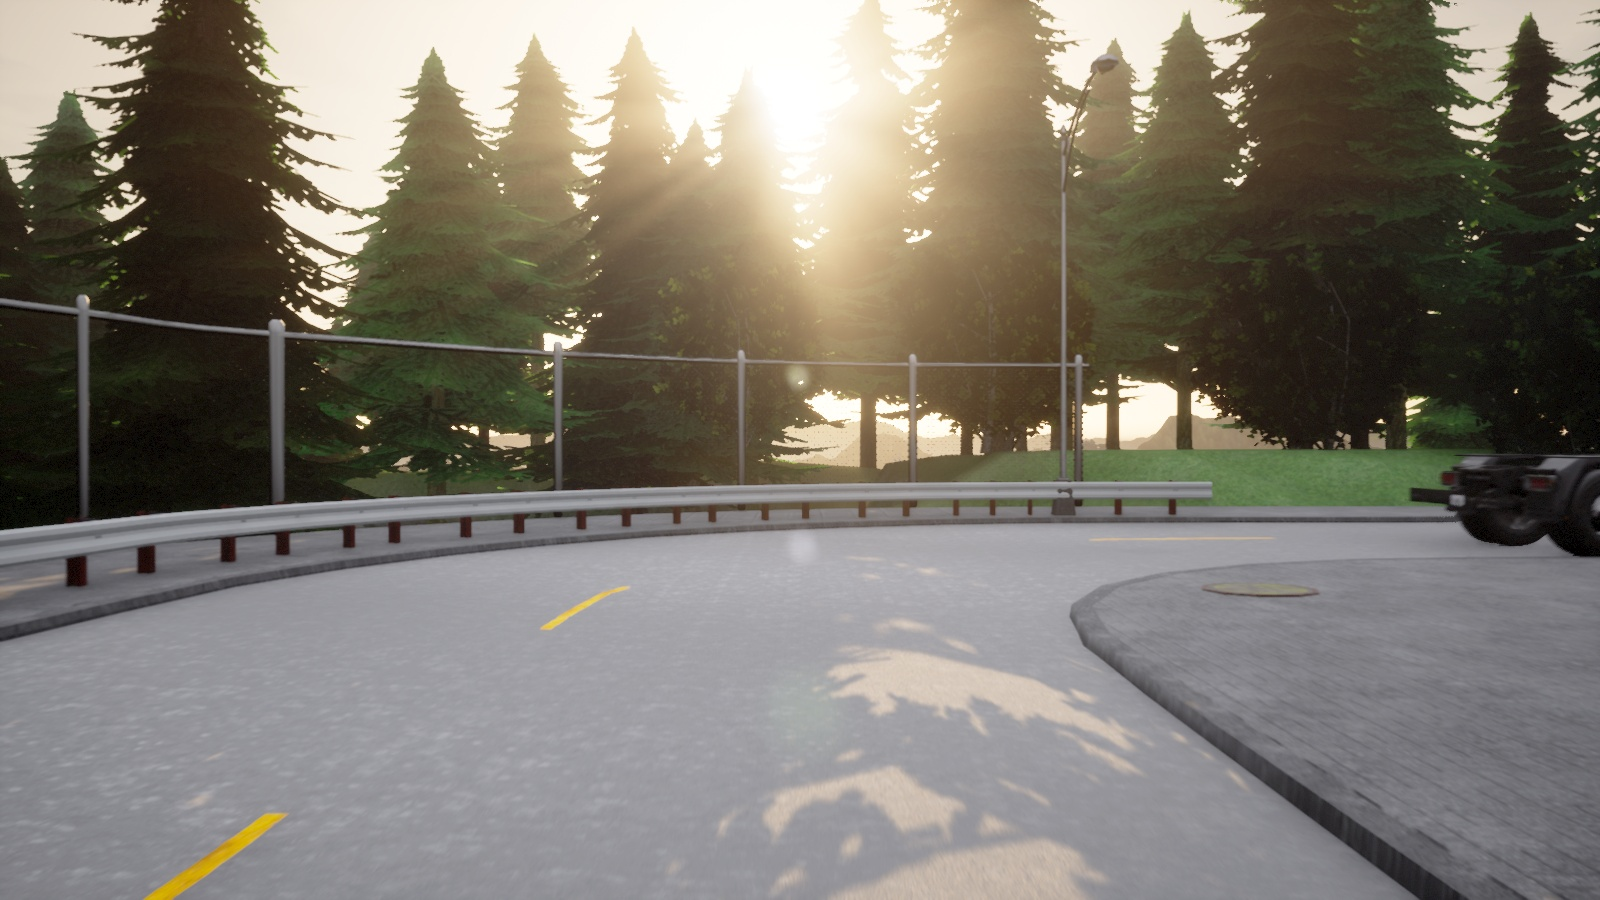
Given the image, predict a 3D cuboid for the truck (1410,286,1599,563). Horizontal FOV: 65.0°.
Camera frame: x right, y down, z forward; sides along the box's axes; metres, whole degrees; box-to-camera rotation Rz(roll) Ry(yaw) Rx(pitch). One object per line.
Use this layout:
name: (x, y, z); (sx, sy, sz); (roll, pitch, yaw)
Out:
truck: (13.034, -0.322, 17.230); (7.936, 3.462, 2.891); (0, 0, -2)
